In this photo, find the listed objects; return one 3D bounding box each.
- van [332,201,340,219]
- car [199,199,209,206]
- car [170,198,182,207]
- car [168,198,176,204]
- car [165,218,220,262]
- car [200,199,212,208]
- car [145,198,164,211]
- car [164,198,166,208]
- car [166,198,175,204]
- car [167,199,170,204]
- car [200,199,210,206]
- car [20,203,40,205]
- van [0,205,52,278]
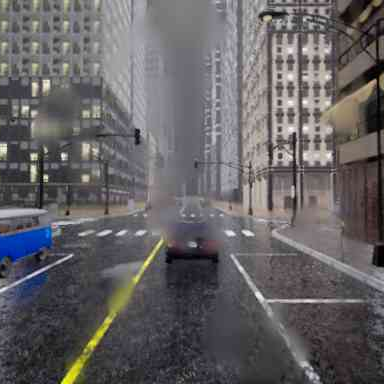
[{"bbox_3d":[15.991,1.787,32.792,3.998,1.788,1.690,0,-2,0],"label":"van"},{"bbox_3d":[2.721,2.342,76.228,1.947,1.339,4.313,1,-1,0],"label":"car"},{"bbox_3d":[-2.990,2.213,67.531,1.812,1.442,4.674,0,-1,0],"label":"car"},{"bbox_3d":[-5.655,2.497,92.885,2.008,1.369,4.403,1,-1,0],"label":"car"},{"bbox_3d":[0.009,1.677,12.559,2.033,1.411,5.357,0,-1,0],"label":"car"},{"bbox_3d":[2.717,2.188,59.496,1.802,1.307,4.206,1,-1,0],"label":"car"},{"bbox_3d":[-5.663,1.932,48.288,1.967,1.590,4.097,1,-1,0],"label":"car"},{"bbox_3d":[-5.665,2.131,53.861,1.802,1.307,4.206,1,-1,0],"label":"car"},{"bbox_3d":[-5.656,2.434,87.311,1.887,1.381,4.507,1,-1,0],"label":"car"},{"bbox_3d":[-5.658,1.921,59.439,2.192,1.841,5.009,1,-1,0],"label":"car"},{"bbox_3d":[2.721,2.246,70.822,1.752,1.417,4.829,1,-1,0],"label":"car"},{"bbox_3d":[-16.483,1.834,32.870,4.097,1.590,1.967,0,-2,0],"label":"car"},{"bbox_3d":[-5.806,1.447,10.225,1.690,1.788,3.998,1,-1,0],"label":"van"}]
